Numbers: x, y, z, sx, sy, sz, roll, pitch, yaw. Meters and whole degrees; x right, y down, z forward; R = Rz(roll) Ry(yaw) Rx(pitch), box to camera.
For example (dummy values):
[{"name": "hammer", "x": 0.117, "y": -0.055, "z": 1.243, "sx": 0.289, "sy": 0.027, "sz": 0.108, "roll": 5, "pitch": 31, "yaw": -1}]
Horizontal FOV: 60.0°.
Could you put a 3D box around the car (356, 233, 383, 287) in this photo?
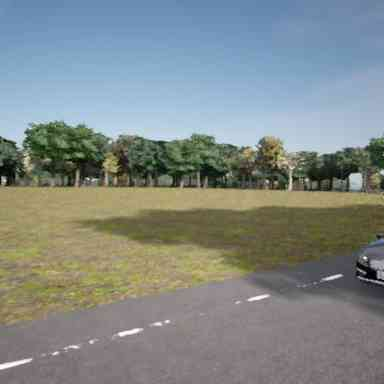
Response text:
[{"name": "car", "x": 6.008, "y": 1.452, "z": 8.281, "sx": 4.902, "sy": 1.511, "sz": 2.128, "roll": -1, "pitch": 0, "yaw": -35}]
